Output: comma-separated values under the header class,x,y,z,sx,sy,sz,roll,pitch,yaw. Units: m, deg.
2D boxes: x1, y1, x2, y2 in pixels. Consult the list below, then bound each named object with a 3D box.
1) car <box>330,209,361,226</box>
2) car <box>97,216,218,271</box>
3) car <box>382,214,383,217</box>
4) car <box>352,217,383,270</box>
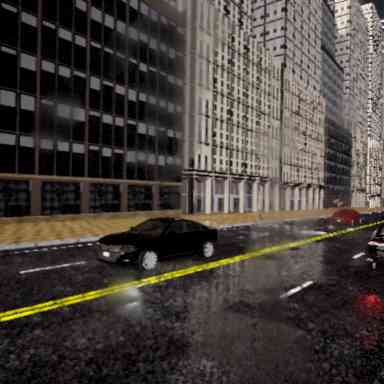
class,x,y,z,sx,sy,sz,roll,pitch,yaw
car,14.860,2.389,32.055,1.882,1.535,5.008,1,-1,38
car,-0.999,1.643,11.823,1.882,1.535,5.008,1,-1,38
car,21.020,2.624,34.448,1.837,1.490,4.892,1,-1,39
car,7.503,1.894,11.814,2.128,1.511,4.902,1,-1,38
